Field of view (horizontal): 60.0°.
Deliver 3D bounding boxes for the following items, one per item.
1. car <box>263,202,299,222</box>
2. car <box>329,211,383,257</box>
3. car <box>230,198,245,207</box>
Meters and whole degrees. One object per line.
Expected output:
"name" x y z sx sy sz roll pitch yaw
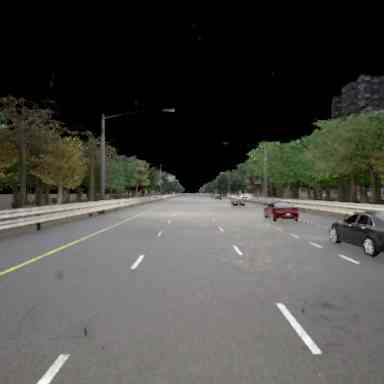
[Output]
"car" 7.035 1.513 26.712 1.882 1.535 5.008 0 0 0
"car" 7.009 1.510 12.863 1.837 1.490 4.892 0 0 0
"car" 7.135 1.646 52.456 1.895 1.301 4.718 0 0 0
